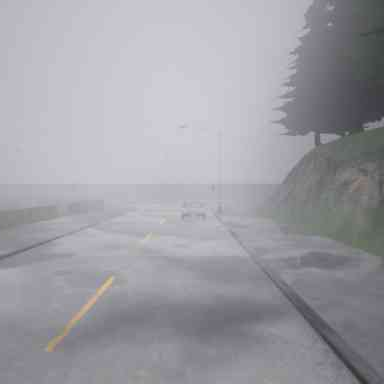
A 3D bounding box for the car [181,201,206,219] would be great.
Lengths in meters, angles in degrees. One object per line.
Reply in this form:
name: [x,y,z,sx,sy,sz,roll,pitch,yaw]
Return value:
car: [0.105,1.404,26.516,1.895,1.301,4.718,0,0,0]
